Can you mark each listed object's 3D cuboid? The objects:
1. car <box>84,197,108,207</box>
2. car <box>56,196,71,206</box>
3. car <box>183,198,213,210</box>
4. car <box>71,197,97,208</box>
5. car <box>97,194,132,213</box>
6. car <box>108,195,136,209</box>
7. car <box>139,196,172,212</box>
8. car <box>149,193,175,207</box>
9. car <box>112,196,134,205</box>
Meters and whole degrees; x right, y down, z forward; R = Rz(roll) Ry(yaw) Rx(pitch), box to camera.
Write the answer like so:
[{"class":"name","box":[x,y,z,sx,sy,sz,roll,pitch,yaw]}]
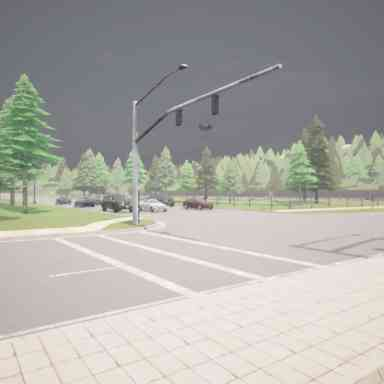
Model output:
[{"class":"car","box":[-15.662,1.560,54.090,2.033,1.411,5.357,0,0,-35]},{"class":"car","box":[-22.079,1.517,57.176,1.837,1.490,4.892,0,0,-35]},{"class":"car","box":[0.750,1.495,42.900,1.882,1.535,5.008,0,0,-35]},{"class":"car","box":[-15.295,1.611,47.469,1.895,1.301,4.718,0,0,-35]},{"class":"car","box":[-8.506,1.232,37.825,2.150,2.045,5.566,0,0,-36]},{"class":"car","box":[-9.691,1.365,45.582,2.097,1.767,4.553,0,0,-35]},{"class":"car","box":[-4.637,1.538,38.424,1.812,1.442,4.674,0,0,-35]},{"class":"car","box":[-4.826,1.239,50.832,2.150,2.045,5.566,0,0,-35]},{"class":"car","box":[-13.097,1.565,62.693,2.033,1.411,5.357,0,0,-35]}]
